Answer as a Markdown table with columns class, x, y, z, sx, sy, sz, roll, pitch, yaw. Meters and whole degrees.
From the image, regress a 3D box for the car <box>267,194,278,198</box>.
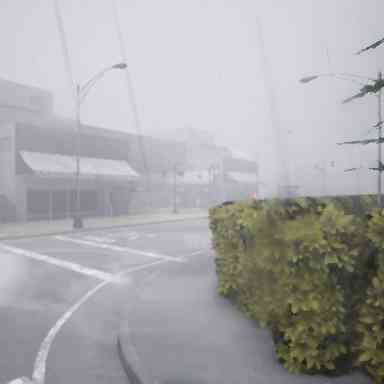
| class | x | y | z | sx | sy | sz | roll | pitch | yaw |
| --- | --- | --- | --- | --- | --- | --- | --- | --- | --- |
| car | 18.136 | 1.174 | 74.820 | 1.970 | 1.475 | 3.806 | 0 | 0 | 37 |

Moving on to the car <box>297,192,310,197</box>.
| class | x | y | z | sx | sy | sz | roll | pitch | yaw |
| --- | --- | --- | --- | --- | --- | --- | --- | --- | --- |
| car | 25.315 | 1.248 | 78.221 | 2.007 | 1.523 | 4.514 | 0 | 0 | 37 |
